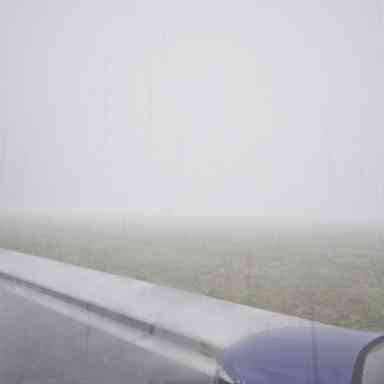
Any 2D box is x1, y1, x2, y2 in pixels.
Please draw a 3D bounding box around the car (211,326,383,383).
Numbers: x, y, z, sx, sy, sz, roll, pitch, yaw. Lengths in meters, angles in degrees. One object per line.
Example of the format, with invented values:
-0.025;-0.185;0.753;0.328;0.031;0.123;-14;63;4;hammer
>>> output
2.254;1.676;2.263;4.674;1.442;1.812;-1;-3;40;car
